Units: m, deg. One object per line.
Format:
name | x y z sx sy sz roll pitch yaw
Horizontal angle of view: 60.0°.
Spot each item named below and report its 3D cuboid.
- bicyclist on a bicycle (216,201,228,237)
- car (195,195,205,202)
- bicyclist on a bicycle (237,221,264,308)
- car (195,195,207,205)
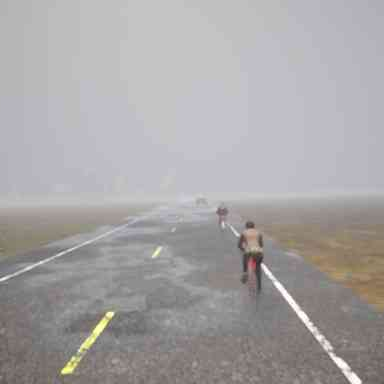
bicyclist on a bicycle | 1.534 1.339 16.771 0.659 1.776 1.843 -1 0 2
car | 1.736 1.487 73.866 2.128 1.511 4.902 -1 0 1
bicyclist on a bicycle | 1.230 1.434 6.906 0.582 1.620 1.656 -1 0 2
car | 1.602 1.430 56.681 1.882 1.535 5.008 -1 0 1
